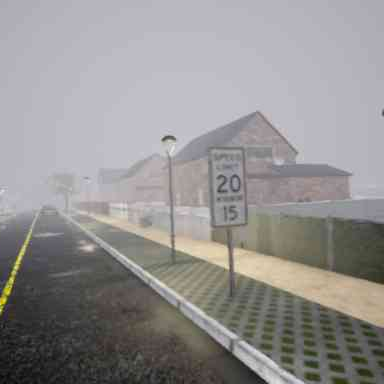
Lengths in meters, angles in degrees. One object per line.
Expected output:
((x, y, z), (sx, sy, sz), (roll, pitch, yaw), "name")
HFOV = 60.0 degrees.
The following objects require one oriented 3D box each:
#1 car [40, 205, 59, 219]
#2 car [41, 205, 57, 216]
((-16.413, 2.302, 38.369), (2.128, 1.511, 4.902), (-2, 0, -24), "car")
((-20.737, 2.629, 48.089), (1.994, 1.385, 4.181), (-2, -1, -24), "car")
